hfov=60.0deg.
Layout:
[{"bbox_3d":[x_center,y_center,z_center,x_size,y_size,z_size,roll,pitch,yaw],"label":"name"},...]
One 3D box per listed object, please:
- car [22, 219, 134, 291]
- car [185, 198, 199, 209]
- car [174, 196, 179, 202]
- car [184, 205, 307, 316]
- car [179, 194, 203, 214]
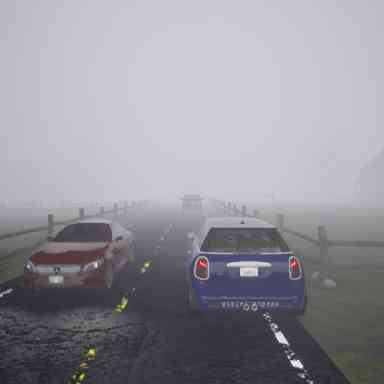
[{"bbox_3d":[-2.768,1.523,9.101,1.812,1.442,4.674,0,0,0],"label":"car"},{"bbox_3d":[-0.035,1.537,46.349,1.812,1.442,4.674,0,0,0],"label":"car"},{"bbox_3d":[-2.884,1.531,73.596,2.128,1.511,4.902,0,0,0],"label":"car"},{"bbox_3d":[0.948,1.349,7.669,2.097,1.767,4.553,0,0,0],"label":"car"},{"bbox_3d":[0.006,1.226,35.704,2.150,2.045,5.566,0,0,0],"label":"car"}]
